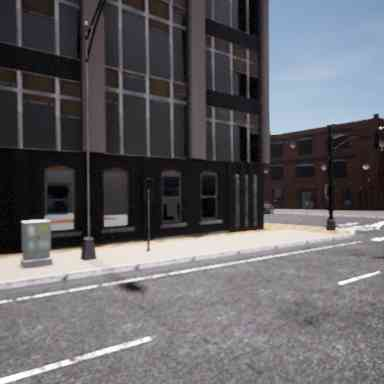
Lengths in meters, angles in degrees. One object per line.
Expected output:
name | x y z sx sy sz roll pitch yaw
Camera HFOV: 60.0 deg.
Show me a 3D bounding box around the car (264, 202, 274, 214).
car | 7.853 1.905 40.003 2.008 1.369 4.403 -2 0 -37
